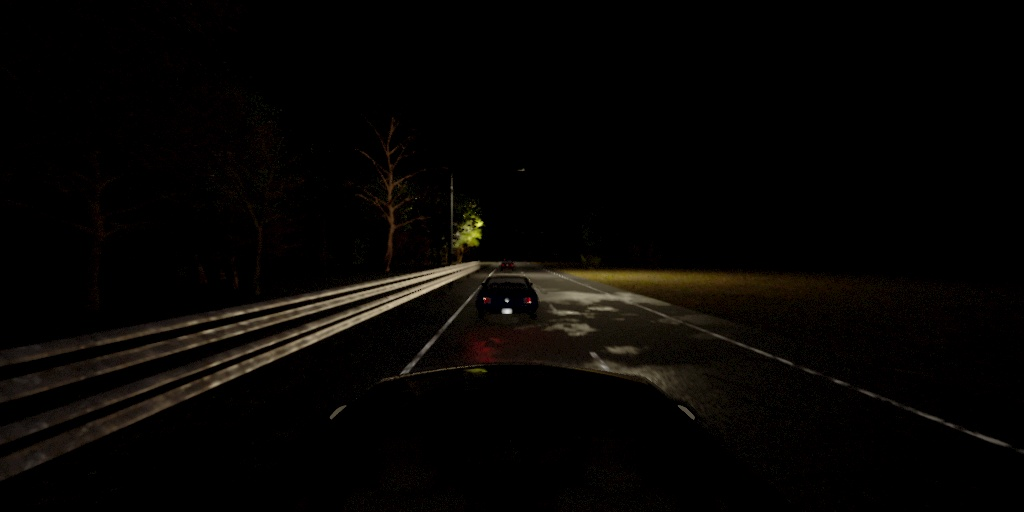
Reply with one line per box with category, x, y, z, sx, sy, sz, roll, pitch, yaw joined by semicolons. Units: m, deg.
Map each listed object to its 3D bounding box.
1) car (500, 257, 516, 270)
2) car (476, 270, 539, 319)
car;-0.629;1.259;49.766;2.033;1.411;5.357;0;0;-1
car;-0.166;1.342;12.826;1.895;1.301;4.718;0;0;-1
